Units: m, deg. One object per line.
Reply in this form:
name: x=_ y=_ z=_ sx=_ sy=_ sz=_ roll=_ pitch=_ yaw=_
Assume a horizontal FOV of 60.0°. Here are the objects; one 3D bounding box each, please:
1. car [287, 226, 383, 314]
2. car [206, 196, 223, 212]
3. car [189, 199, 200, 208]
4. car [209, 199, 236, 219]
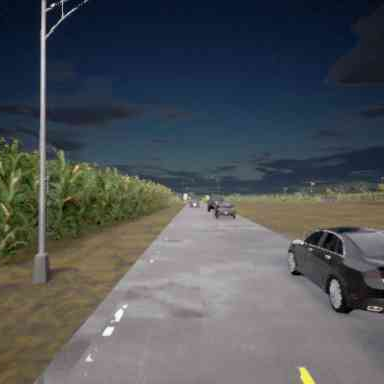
car: x=3.625 y=1.547 z=7.691 sx=1.837 sy=1.490 sz=4.892 roll=0 pitch=0 yaw=0
car: x=3.112 y=1.550 z=43.693 sx=2.150 sy=2.045 sz=5.566 roll=0 pitch=-1 yaw=1
car: x=0.473 y=1.993 z=57.443 sx=2.128 sy=1.511 sz=4.902 roll=0 pitch=-1 yaw=0
car: x=3.039 y=1.665 z=31.555 sx=2.128 sy=1.511 sz=4.902 roll=0 pitch=-1 yaw=1
